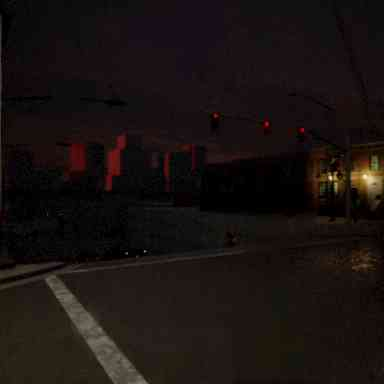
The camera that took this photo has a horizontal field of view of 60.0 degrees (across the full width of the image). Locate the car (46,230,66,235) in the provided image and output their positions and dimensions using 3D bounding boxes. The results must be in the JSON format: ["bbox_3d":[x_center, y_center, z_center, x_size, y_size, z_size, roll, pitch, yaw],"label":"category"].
[{"bbox_3d":[-34.722,10.332,85.061,4.536,1.218,1.853,0,-1,-3],"label":"car"}]

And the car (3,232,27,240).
[{"bbox_3d":[-42.738,10.459,79.143,4.974,1.542,2.038,0,-1,12],"label":"car"}]

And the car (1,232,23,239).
[{"bbox_3d":[-42.789,10.302,79.155,4.536,1.218,1.853,0,-1,12],"label":"car"}]

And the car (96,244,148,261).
[{"bbox_3d":[-5.165,4.625,24.903,2.033,1.411,5.357,-1,-13,-32],"label":"car"}]

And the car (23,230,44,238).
[{"bbox_3d":[-38.803,10.312,81.622,1.853,1.218,4.536,0,-1,22],"label":"car"}]

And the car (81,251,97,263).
[{"bbox_3d":[-14.716,9.392,46.988,2.150,2.045,5.566,0,-6,-32],"label":"car"}]

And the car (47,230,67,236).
[{"bbox_3d":[-34.669,10.489,85.062,4.974,1.542,2.038,0,-1,-3],"label":"car"}]

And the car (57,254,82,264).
[{"bbox_3d":[-16.005,9.105,42.396,2.097,1.767,4.553,0,-8,-32],"label":"car"}]

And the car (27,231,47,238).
[{"bbox_3d":[-38.822,10.469,81.572,2.038,1.542,4.974,0,-1,22],"label":"car"}]

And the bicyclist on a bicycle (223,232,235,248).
[{"bbox_3d":[3.556,4.604,31.632,1.656,1.620,0.582,-1,-12,-30],"label":"bicyclist on a bicycle"}]
